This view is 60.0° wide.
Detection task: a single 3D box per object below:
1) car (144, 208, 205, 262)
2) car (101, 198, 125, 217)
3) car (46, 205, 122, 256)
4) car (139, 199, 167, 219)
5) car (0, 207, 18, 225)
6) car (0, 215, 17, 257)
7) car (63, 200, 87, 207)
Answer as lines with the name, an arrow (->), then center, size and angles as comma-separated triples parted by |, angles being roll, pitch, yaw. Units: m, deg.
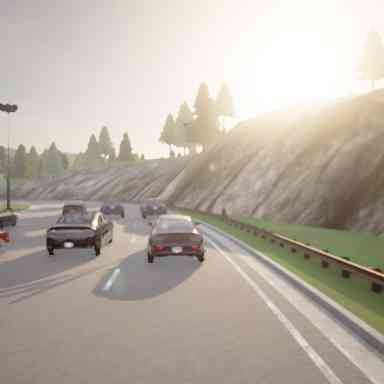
car -> -0.636, 1.527, 12.084 | 1.812, 1.442, 4.674 | 0, 0, -5
car -> -7.386, 1.376, 30.905 | 2.097, 1.767, 4.553 | 0, 0, -13
car -> -4.252, 1.505, 13.211 | 2.128, 1.511, 4.902 | 0, 0, -6
car -> -3.551, 1.363, 29.892 | 2.097, 1.767, 4.553 | 0, 0, -13
car -> -12.322, 1.605, 20.469 | 1.994, 1.385, 4.181 | 0, 0, -9
car -> -7.423, 1.626, 10.056 | 1.895, 1.301, 4.718 | 0, 0, -5
car -> -11.267, 1.514, 32.075 | 1.882, 1.535, 5.008 | 0, 0, -15
